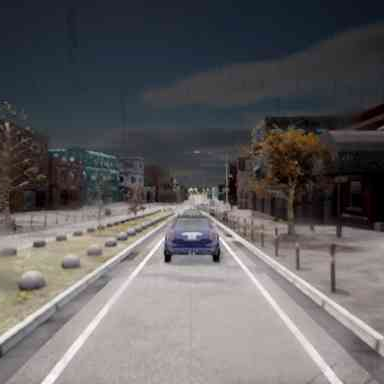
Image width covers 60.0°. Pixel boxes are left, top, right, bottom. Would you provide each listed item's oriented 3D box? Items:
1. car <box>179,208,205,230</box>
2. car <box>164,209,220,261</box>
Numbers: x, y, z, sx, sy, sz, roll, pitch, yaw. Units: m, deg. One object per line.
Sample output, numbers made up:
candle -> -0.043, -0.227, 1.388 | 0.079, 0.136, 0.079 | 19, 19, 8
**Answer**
car -> -0.004, 2.268, 29.109 | 2.097, 1.767, 4.553 | 0, -2, 0
car -> 0.000, 1.737, 14.107 | 2.097, 1.767, 4.553 | 0, -2, 0
